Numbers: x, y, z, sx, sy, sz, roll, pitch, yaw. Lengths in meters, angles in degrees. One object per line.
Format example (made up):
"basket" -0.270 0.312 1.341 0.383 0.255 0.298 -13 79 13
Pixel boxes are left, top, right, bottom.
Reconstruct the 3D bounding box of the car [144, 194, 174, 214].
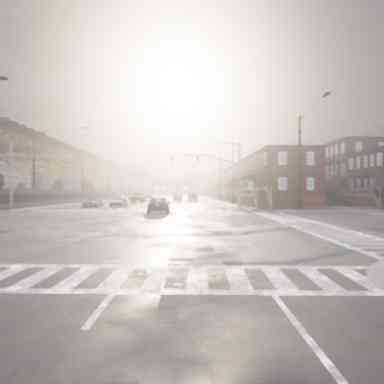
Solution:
"car" -3.330 1.257 34.279 2.097 1.767 4.553 0 0 0

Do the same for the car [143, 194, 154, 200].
"car" -10.339 1.138 79.041 1.837 1.490 4.892 0 0 0

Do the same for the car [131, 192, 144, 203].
"car" -10.388 1.045 63.637 2.150 2.045 5.566 0 0 1

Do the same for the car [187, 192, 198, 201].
"car" 0.153 1.006 74.758 2.150 2.045 5.566 0 0 0

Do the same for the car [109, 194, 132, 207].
"car" -10.477 1.414 47.844 2.033 1.411 5.357 0 0 0

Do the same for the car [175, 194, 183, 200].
"car" -3.326 1.193 85.237 1.882 1.535 5.008 0 0 0

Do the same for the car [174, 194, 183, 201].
"car" -3.347 1.264 75.067 1.882 1.535 5.008 0 0 0

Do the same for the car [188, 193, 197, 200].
"car" 0.174 1.070 85.201 2.097 1.767 4.553 0 0 0

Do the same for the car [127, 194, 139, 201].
"car" -13.840 1.198 78.223 2.128 1.511 4.902 0 0 0

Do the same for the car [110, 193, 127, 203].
"car" -13.888 1.177 63.215 2.097 1.767 4.553 0 0 1

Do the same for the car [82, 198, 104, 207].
"car" -13.982 1.471 46.946 1.895 1.301 4.718 0 0 0
